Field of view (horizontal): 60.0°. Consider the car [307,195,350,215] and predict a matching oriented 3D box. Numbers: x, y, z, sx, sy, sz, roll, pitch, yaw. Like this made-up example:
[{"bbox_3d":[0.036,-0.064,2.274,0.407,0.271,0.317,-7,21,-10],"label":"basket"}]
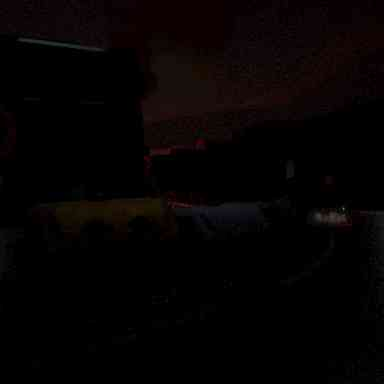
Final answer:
[{"bbox_3d":[10.584,1.043,27.214,1.837,1.490,4.892,-2,-1,-18],"label":"car"}]
